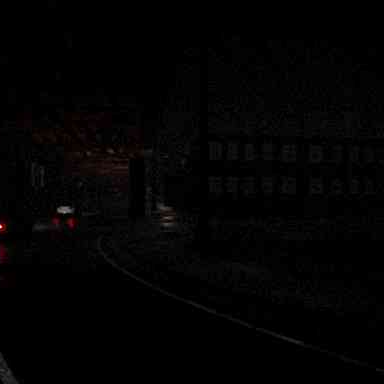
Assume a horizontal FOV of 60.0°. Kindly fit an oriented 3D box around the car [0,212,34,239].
[{"bbox_3d":[-9.924,1.691,17.668,1.895,1.301,4.718,0,0,-11],"label":"car"}]

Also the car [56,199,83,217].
[{"bbox_3d":[-12.572,1.734,34.152,1.812,1.442,4.674,0,-1,-9],"label":"car"}]
